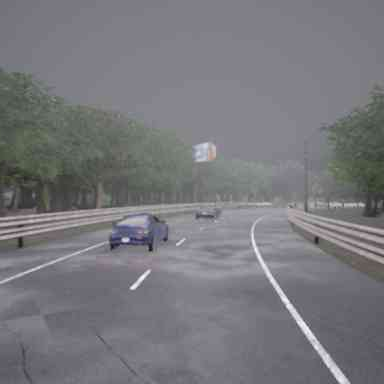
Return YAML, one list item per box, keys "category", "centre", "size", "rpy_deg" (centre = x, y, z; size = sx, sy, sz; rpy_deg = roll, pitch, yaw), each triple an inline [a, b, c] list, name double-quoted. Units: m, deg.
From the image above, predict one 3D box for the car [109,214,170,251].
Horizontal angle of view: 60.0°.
- category: "car"
  centre: [-2.262, 1.695, 15.000]
  size: [1.812, 1.442, 4.674]
  rpy_deg: [0, -1, 7]

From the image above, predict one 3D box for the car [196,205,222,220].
- category: "car"
  centre: [1.745, 2.028, 33.985]
  size: [1.994, 1.385, 4.181]
  rpy_deg: [0, -1, 16]

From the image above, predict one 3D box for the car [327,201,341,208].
- category: "car"
  centre: [35.262, 3.077, 82.672]
  size: [2.097, 1.767, 4.553]
  rpy_deg: [-1, -2, 44]
